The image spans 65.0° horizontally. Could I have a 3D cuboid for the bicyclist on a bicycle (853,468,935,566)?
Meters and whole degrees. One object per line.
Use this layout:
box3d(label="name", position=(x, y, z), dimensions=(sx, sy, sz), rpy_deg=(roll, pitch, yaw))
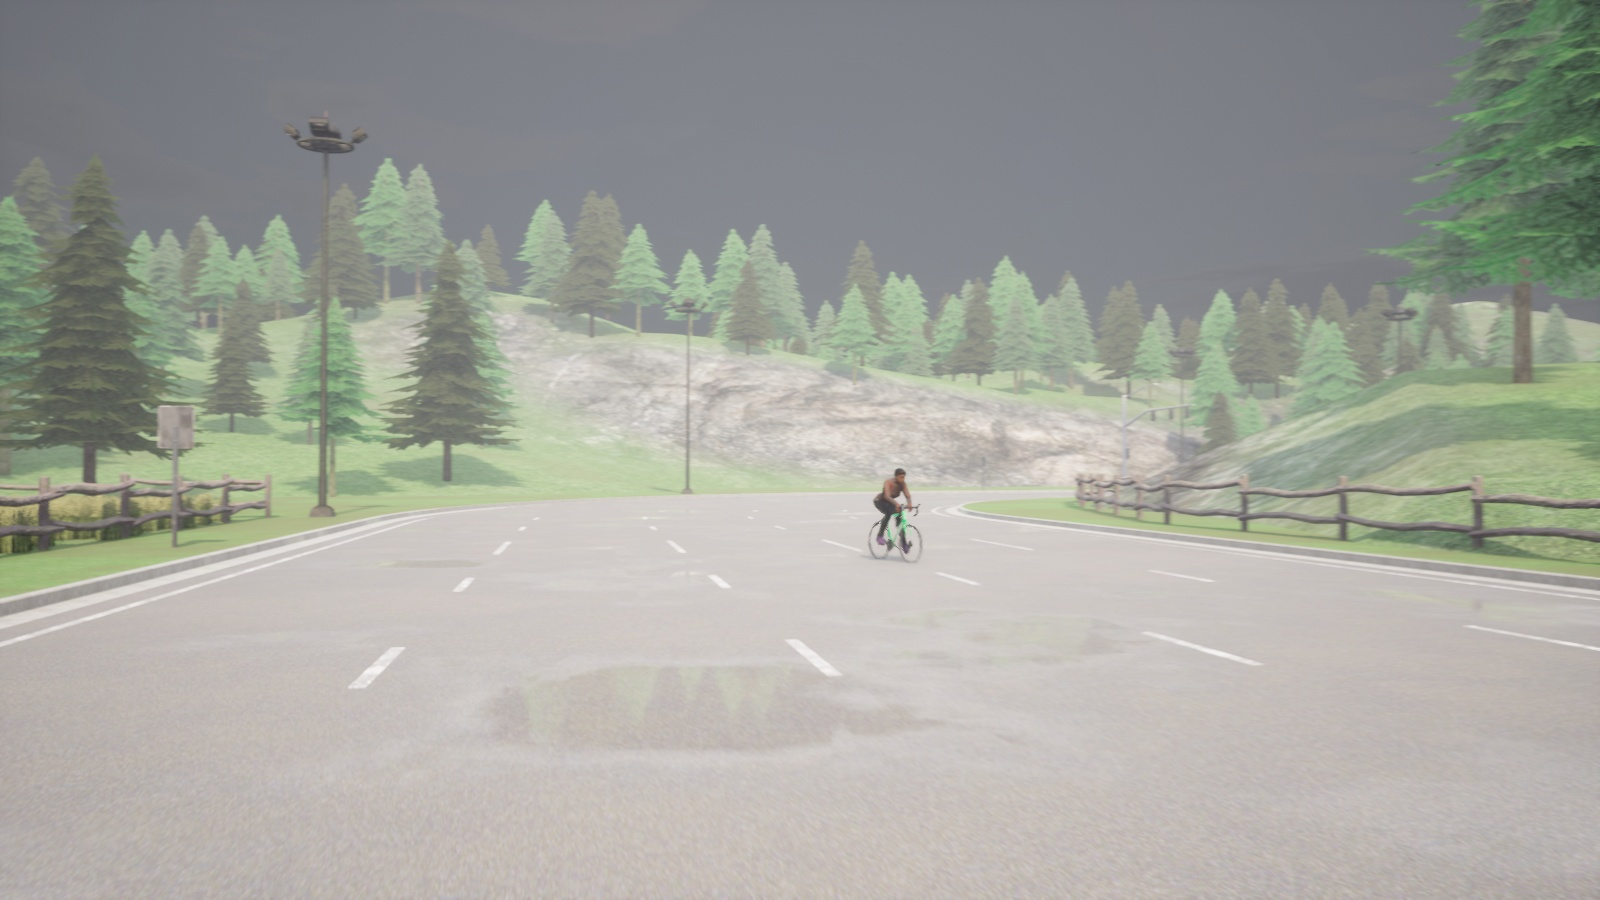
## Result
box3d(label="bicyclist on a bicycle", position=(1.607, 1.129, 21.791), dimensions=(0.582, 1.620, 1.656), rpy_deg=(0, -1, -30))
